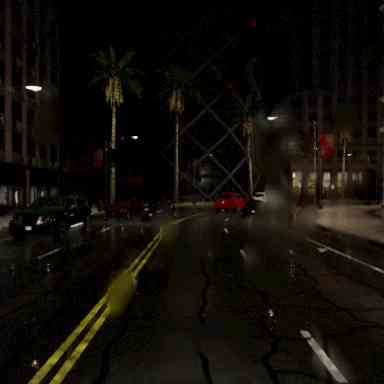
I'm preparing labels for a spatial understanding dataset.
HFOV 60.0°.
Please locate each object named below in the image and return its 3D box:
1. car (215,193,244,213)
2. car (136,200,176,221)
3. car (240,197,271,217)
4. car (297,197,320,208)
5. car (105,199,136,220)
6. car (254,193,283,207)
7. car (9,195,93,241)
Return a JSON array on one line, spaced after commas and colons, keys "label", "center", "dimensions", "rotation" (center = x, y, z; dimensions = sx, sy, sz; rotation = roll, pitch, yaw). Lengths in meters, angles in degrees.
[{"label": "car", "center": [4.176, 1.131, 35.550], "dimensions": [2.150, 2.045, 5.566], "rotation": [0, 0, 24]}, {"label": "car", "center": [-2.564, 1.446, 26.315], "dimensions": [1.837, 1.490, 4.892], "rotation": [0, 0, 10]}, {"label": "car", "center": [5.813, 1.451, 30.066], "dimensions": [1.812, 1.442, 4.674], "rotation": [0, 0, 16]}, {"label": "car", "center": [16.555, 1.448, 46.943], "dimensions": [4.181, 1.385, 1.994], "rotation": [0, 0, -43]}, {"label": "car", "center": [-5.580, 1.407, 28.073], "dimensions": [1.882, 1.535, 5.008], "rotation": [0, 0, 12]}, {"label": "car", "center": [10.485, 1.108, 45.963], "dimensions": [2.150, 2.045, 5.566], "rotation": [0, 0, 42]}, {"label": "car", "center": [-6.819, 1.178, 16.826], "dimensions": [2.150, 2.045, 5.566], "rotation": [0, 0, 2]}]
